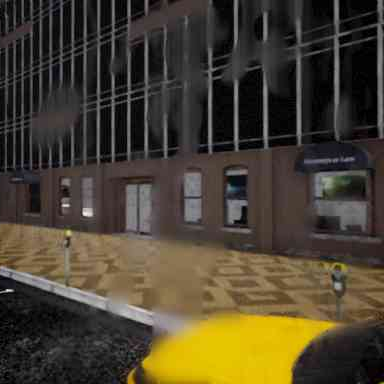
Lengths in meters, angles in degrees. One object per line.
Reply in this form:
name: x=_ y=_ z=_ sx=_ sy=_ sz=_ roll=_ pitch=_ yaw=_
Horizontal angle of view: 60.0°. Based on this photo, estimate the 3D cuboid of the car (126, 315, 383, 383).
car: x=1.867 y=1.476 z=2.040 sx=5.366 sy=1.575 sz=1.801 roll=0 pitch=0 yaw=38
